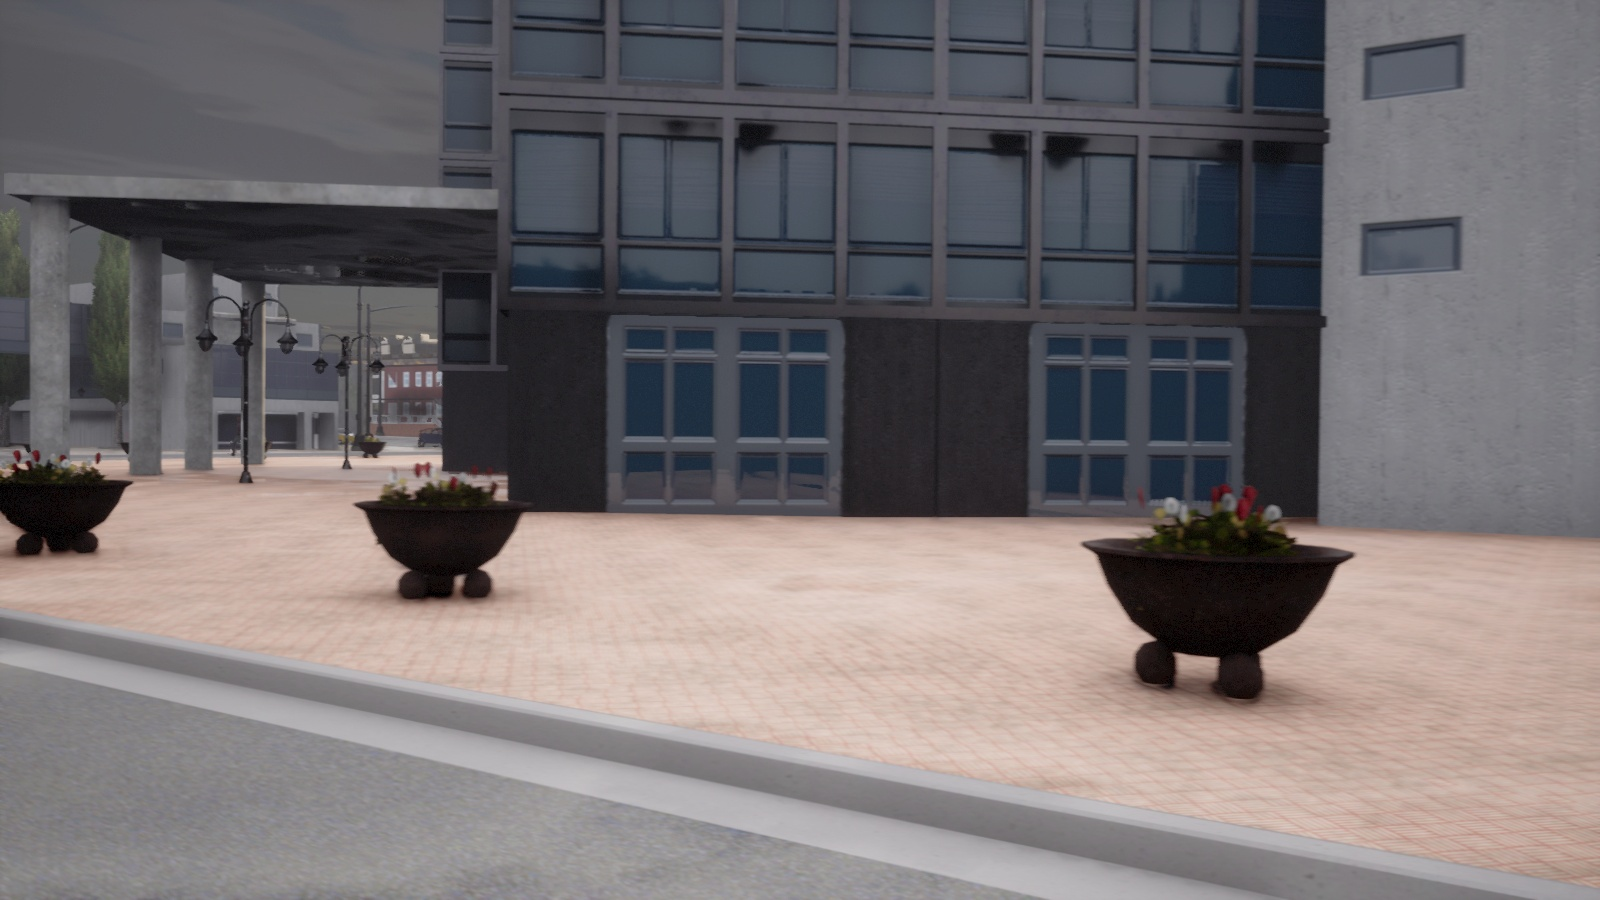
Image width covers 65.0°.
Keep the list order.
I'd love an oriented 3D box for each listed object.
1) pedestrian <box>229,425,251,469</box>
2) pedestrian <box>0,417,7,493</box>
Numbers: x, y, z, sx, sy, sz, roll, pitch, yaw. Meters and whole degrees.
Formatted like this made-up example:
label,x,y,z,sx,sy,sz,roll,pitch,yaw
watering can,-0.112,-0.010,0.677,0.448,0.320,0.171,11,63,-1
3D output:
label,x,y,z,sx,sy,sz,roll,pitch,yaw
pedestrian,-23.985,-0.127,53.779,0.376,1.854,0.720,0,1,33
pedestrian,-20.970,0.142,32.229,0.659,1.952,0.873,-1,1,-2
